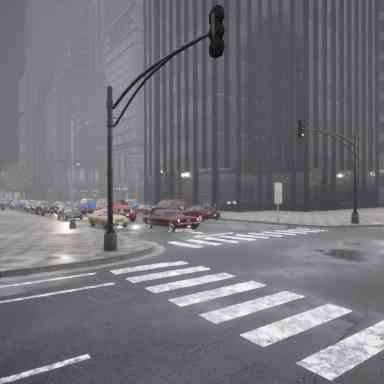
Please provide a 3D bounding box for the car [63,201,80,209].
[{"bbox_3d":[-22.615,2.405,62.253,1.802,1.307,4.206,-1,0,-35],"label":"car"}]

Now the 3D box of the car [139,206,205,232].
[{"bbox_3d":[-1.458,1.846,22.337,1.895,1.301,4.718,0,-1,-35],"label":"car"}]

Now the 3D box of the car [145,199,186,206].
[{"bbox_3d":[-2.299,1.667,33.638,2.192,1.841,5.009,-1,0,-35],"label":"car"}]

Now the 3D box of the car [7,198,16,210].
[{"bbox_3d":[-31.872,2.353,60.561,1.967,1.590,4.097,-1,0,-35],"label":"car"}]

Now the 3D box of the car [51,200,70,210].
[{"bbox_3d":[-22.977,2.270,58.005,1.882,1.535,5.008,0,-1,-35],"label":"car"}]

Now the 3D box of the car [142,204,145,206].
[{"bbox_3d":[-5.232,2.003,37.789,1.802,1.307,4.206,-1,0,-35],"label":"car"}]

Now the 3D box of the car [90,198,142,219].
[{"bbox_3d":[-7.011,1.598,30.161,2.150,2.045,5.566,0,-1,-35],"label":"car"}]

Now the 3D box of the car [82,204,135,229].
[{"bbox_3d":[-6.215,1.843,24.420,1.752,1.417,4.829,-1,0,-35],"label":"car"}]

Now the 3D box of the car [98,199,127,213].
[{"bbox_3d":[-11.118,1.874,46.093,2.192,1.841,5.009,-1,0,-35],"label":"car"}]

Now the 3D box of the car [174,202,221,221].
[{"bbox_3d":[0.646,1.828,29.486,1.887,1.381,4.507,-1,0,-35],"label":"car"}]

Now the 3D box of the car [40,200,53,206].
[{"bbox_3d":[-34.661,2.659,79.223,1.947,1.339,4.313,-1,0,-35],"label":"car"}]

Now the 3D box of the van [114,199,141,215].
[{"bbox_3d":[-8.178,1.831,41.941,1.690,1.788,3.998,-1,0,-35],"label":"van"}]

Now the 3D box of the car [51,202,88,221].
[{"bbox_3d":[-11.969,2.003,32.527,2.008,1.369,4.403,-1,0,-35],"label":"car"}]

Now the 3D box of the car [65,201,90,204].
[{"bbox_3d":[-12.934,2.062,38.513,2.033,1.411,5.357,0,-1,-35],"label":"car"}]

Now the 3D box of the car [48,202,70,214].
[{"bbox_3d":[-18.779,2.177,46.819,1.812,1.442,4.674,0,-1,-35],"label":"car"}]

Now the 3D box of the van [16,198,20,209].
[{"bbox_3d":[-26.114,2.122,52.448,1.690,1.788,3.998,-1,0,-35],"label":"van"}]

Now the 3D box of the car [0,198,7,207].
[{"bbox_3d":[-41.208,2.665,73.717,1.887,1.381,4.507,-1,0,-35],"label":"car"}]

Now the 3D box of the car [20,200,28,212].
[{"bbox_3d":[-23.284,2.156,48.463,1.967,1.590,4.097,-1,0,-35],"label":"car"}]

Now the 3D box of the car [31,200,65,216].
[{"bbox_3d":[-17.631,1.900,40.495,2.192,1.841,5.009,-1,0,-35],"label":"car"}]

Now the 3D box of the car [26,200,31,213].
[{"bbox_3d":[-20.454,2.195,44.480,1.887,1.381,4.507,-1,0,-35],"label":"car"}]

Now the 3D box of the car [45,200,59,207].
[{"bbox_3d":[-31.649,2.593,74.980,1.947,1.339,4.313,-1,0,-35],"label":"car"}]

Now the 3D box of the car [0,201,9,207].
[{"bbox_3d":[-44.319,2.770,78.102,1.802,1.307,4.206,-1,0,-35],"label":"car"}]
